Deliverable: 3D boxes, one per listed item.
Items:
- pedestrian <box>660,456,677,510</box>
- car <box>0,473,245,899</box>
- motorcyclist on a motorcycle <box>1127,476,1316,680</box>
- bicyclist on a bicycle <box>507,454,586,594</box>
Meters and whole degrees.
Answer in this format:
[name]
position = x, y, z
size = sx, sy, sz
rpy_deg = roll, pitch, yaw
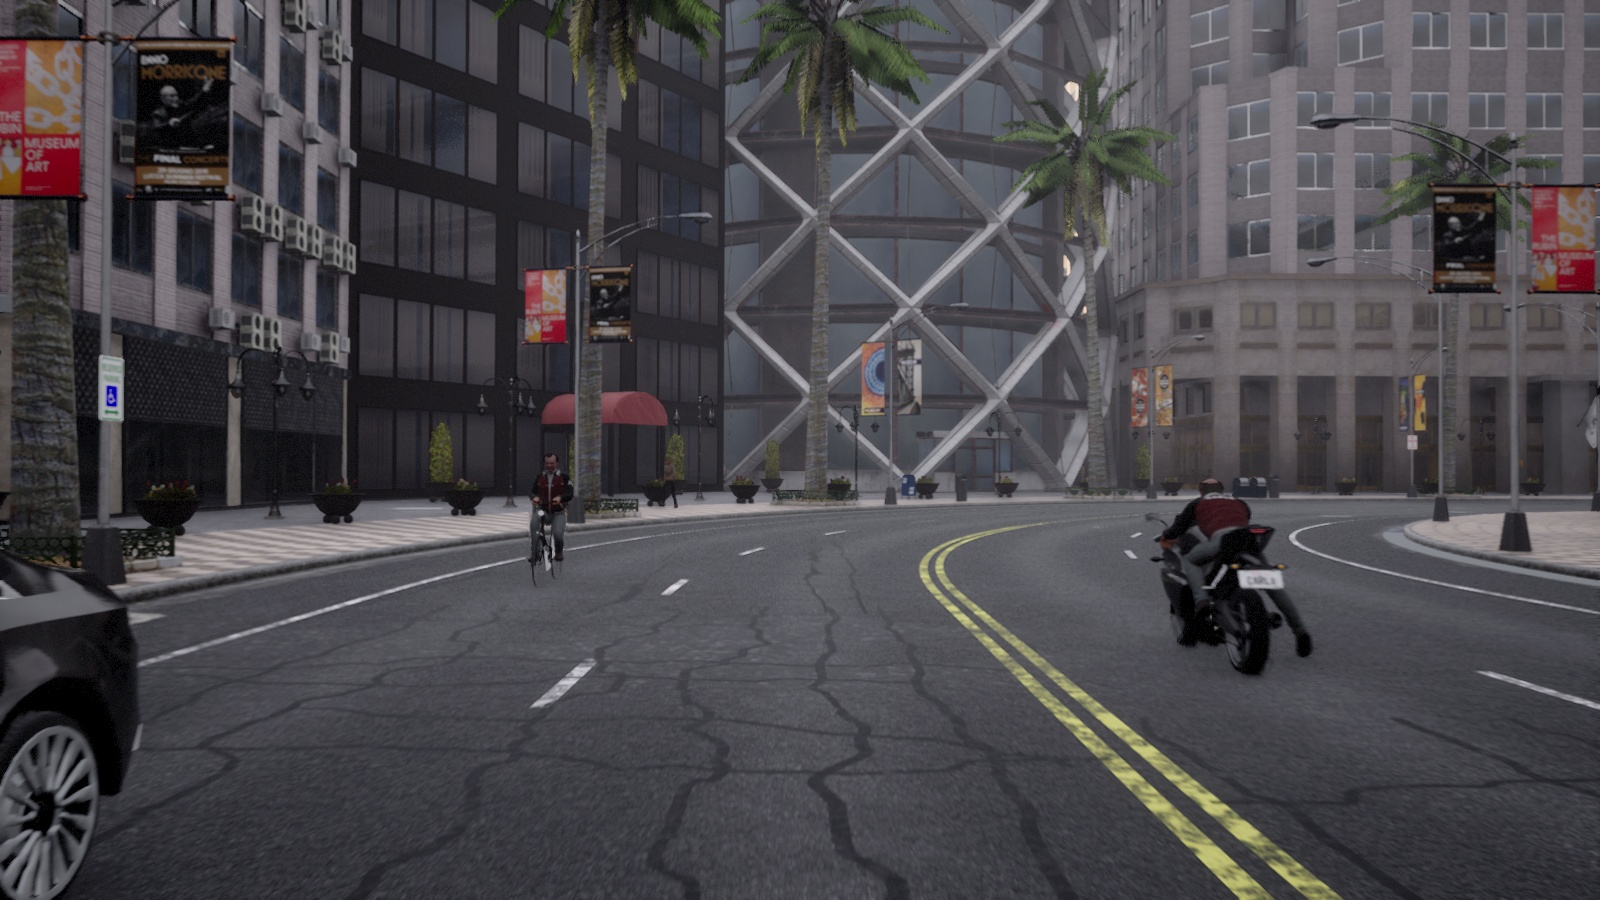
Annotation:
[pedestrian]
position = -4.615, 1.152, 44.045
size = 0.331, 1.846, 0.634
rpy_deg = -1, -1, 25
[car]
position = -3.477, 0.827, 3.024
size = 2.128, 1.511, 4.902
rpy_deg = 0, -1, 0
[motorcyclist on a motorcycle]
position = 3.477, 0.993, 10.619
size = 0.866, 1.530, 2.191
rpy_deg = 0, -1, 0
[bicyclist on a bicycle]
position = -3.371, 0.950, 16.829
size = 0.659, 1.776, 1.843
rpy_deg = 0, -1, 1
